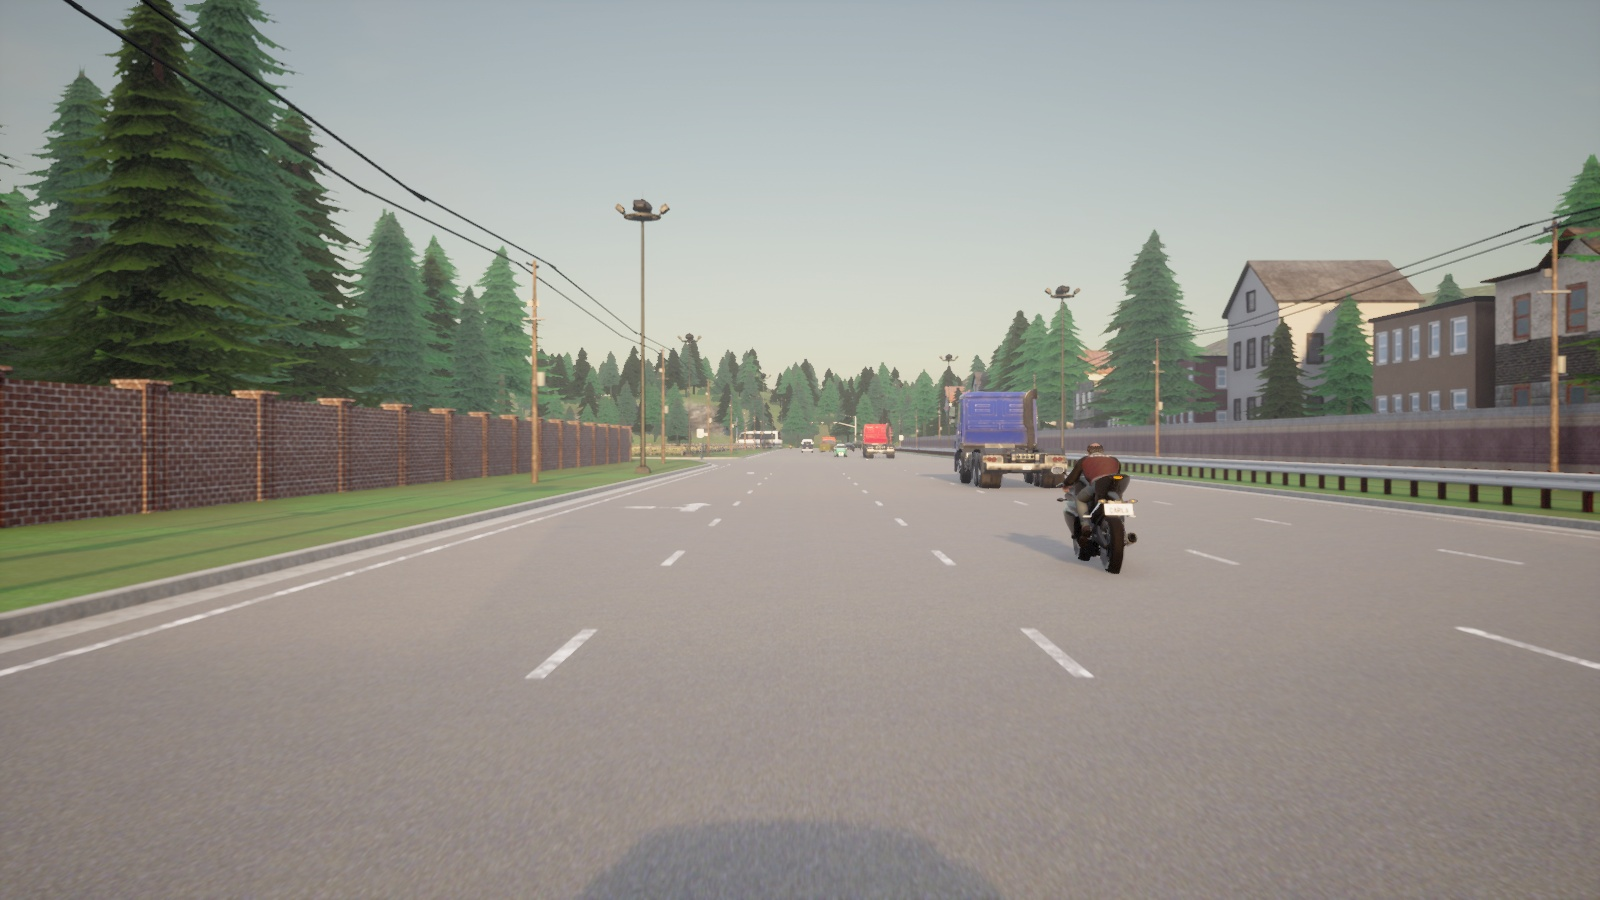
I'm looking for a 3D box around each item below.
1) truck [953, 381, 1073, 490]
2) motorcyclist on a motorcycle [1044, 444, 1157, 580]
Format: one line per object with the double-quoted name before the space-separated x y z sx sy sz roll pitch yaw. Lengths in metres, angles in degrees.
"truck" 7.267 -0.478 44.035 2.891 3.462 7.936 0 0 0
"motorcyclist on a motorcycle" 3.603 0.698 15.263 0.866 1.530 2.191 0 0 0
